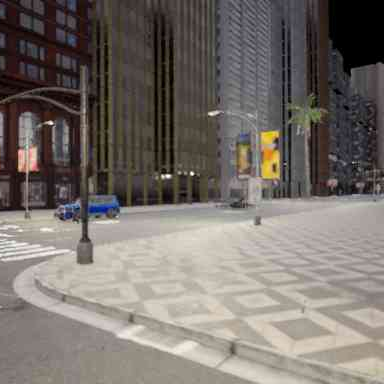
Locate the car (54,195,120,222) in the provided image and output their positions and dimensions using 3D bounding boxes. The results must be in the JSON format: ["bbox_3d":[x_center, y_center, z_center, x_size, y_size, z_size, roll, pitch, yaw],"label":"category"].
[{"bbox_3d":[-8.553,1.319,27.727,2.150,2.045,5.566,0,0,36],"label":"car"}]

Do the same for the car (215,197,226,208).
[{"bbox_3d":[4.977,1.493,46.026,2.128,1.511,4.902,0,0,37],"label":"car"}]

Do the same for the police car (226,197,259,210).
[{"bbox_3d":[6.845,1.413,42.963,1.930,1.638,5.238,0,0,36],"label":"police car"}]
